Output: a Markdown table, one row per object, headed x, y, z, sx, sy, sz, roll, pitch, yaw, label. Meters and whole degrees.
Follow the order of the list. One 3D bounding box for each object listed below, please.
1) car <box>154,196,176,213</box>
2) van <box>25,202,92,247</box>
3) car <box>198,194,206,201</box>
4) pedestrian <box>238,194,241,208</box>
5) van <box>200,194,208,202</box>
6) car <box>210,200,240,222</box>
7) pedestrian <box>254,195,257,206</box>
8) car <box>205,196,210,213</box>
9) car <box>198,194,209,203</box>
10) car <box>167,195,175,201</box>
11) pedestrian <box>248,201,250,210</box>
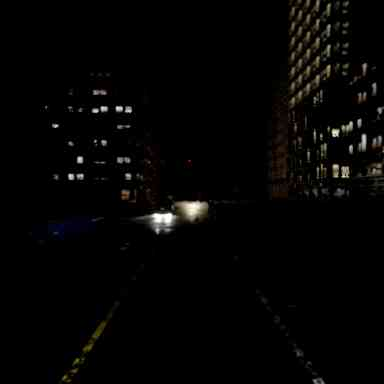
| x | y | z | sx | sy | sz | roll | pitch | yaw | label |
| --- | --- | --- | --- | --- | --- | --- | --- | --- | --- |
| -3.043 | 1.505 | 37.045 | 2.128 | 1.511 | 4.902 | 0 | 0 | 1 | car |
| -5.697 | 1.342 | 14.619 | 1.690 | 1.788 | 3.998 | 0 | 0 | 0 | van |
| 2.661 | 1.411 | 91.672 | 2.192 | 1.841 | 5.009 | 0 | 0 | 0 | car |
| 6.124 | 1.159 | 43.034 | 0.375 | 1.860 | 0.375 | 0 | 0 | 0 | pedestrian |
| 2.666 | 1.402 | 75.092 | 1.690 | 1.788 | 3.998 | 0 | 0 | 0 | van |
| 2.680 | 1.570 | 25.888 | 1.947 | 1.339 | 4.313 | 0 | 0 | 0 | car |
| 8.124 | 1.281 | 42.434 | 0.375 | 1.860 | 0.375 | 0 | 0 | 0 | pedestrian |
| 2.677 | 1.538 | 37.323 | 1.752 | 1.417 | 4.829 | 0 | 0 | 0 | car |
| 2.667 | 1.366 | 69.566 | 2.192 | 1.841 | 5.009 | 0 | 0 | 0 | car |
| -5.718 | 1.641 | 91.669 | 1.887 | 1.381 | 4.507 | 0 | 0 | 0 | car |
| 7.124 | 1.680 | 41.835 | 0.500 | 1.100 | 0.500 | 0 | 0 | 0 | pedestrian |
